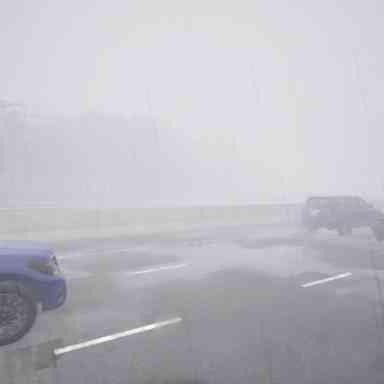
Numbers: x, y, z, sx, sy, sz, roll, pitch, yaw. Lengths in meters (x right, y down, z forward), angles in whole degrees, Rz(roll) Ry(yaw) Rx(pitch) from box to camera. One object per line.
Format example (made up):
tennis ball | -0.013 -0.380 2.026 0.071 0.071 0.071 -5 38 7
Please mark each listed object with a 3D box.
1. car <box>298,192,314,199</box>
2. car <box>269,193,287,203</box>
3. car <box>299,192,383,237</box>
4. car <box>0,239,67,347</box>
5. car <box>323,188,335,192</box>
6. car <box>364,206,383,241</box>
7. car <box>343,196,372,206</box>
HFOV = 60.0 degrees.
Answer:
car | 25.108 0.672 73.219 1.895 1.301 4.718 0 2 38
car | 15.695 1.056 60.777 1.882 1.535 5.008 0 2 36
car | 8.317 1.196 18.255 5.566 2.045 2.150 0 0 -35
car | -4.760 1.223 4.649 5.566 2.045 2.150 0 0 -36
car | 35.189 -0.126 85.317 2.128 1.511 4.902 0 3 41
car | 10.223 1.479 15.316 4.892 1.490 1.837 0 0 -35
car | 26.300 1.407 52.849 4.902 1.511 2.128 0 0 -35
